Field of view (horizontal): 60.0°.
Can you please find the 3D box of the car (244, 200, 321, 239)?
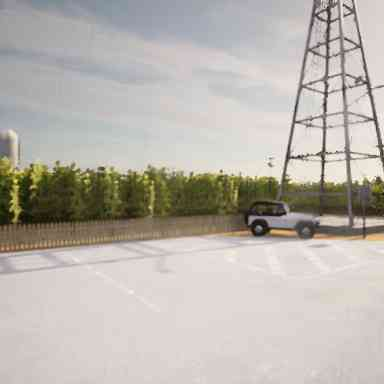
[{"bbox_3d":[4.730,1.392,17.554,3.866,1.878,1.905,0,0,23],"label":"car"}]
